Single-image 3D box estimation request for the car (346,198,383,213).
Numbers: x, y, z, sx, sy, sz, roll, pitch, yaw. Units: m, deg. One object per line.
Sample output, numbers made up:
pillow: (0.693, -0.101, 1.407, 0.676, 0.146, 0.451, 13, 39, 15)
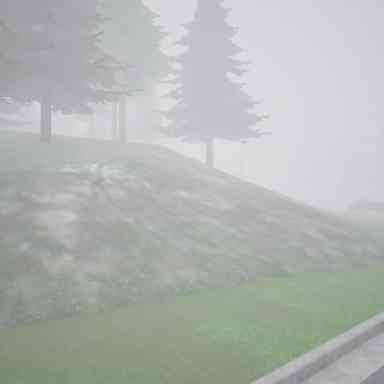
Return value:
car: (18.983, 1.465, 36.755, 1.882, 1.535, 5.008, 0, 0, -4)
